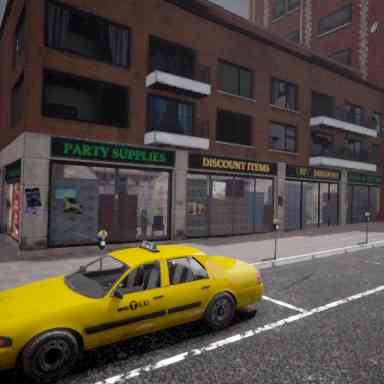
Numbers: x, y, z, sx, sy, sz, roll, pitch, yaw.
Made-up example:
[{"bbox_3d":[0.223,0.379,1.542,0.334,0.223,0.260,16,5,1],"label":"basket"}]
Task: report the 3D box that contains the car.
[{"bbox_3d":[-0.940,1.527,5.401,4.829,1.417,1.752,0,2,-35],"label":"car"}]
